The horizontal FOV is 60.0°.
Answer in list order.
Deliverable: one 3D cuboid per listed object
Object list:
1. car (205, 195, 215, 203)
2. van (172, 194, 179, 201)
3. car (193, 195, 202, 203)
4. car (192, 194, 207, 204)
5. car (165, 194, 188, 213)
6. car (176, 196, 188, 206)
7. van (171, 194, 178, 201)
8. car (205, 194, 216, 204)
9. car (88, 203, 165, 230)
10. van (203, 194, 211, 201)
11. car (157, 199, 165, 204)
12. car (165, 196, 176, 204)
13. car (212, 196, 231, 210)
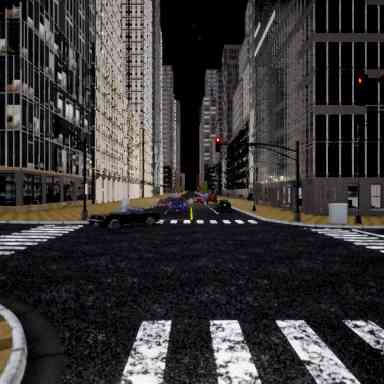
[{"bbox_3d":[3.717,1.432,69.445,1.967,1.590,4.097,0,0,0],"label":"car"},{"bbox_3d":[-4.244,1.315,85.989,1.690,1.788,3.998,0,0,0],"label":"van"},{"bbox_3d":[1.145,1.488,73.260,1.837,1.490,4.892,0,0,0],"label":"car"},{"bbox_3d":[1.274,1.599,63.092,1.895,1.301,4.718,0,0,0],"label":"car"},{"bbox_3d":[-1.545,1.369,37.149,2.097,1.767,4.553,0,0,0],"label":"car"},{"bbox_3d":[-1.616,1.483,55.687,1.882,1.535,5.008,0,0,0],"label":"car"},{"bbox_3d":[-4.217,1.321,80.461,1.690,1.788,3.998,0,0,0],"label":"van"},{"bbox_3d":[3.744,1.313,63.916,2.192,1.841,5.009,0,0,0],"label":"car"},{"bbox_3d":[-4.301,1.614,21.666,1.895,1.301,4.718,1,0,40],"label":"car"},{"bbox_3d":[3.663,1.321,80.499,1.690,1.788,3.998,0,0,0],"label":"van"},{"bbox_3d":[-4.056,1.593,47.296,1.802,1.307,4.206,0,0,0],"label":"car"},{"bbox_3d":[-4.136,1.564,63.878,1.947,1.339,4.313,0,0,0],"label":"car"},{"bbox_3d":[3.900,1.579,41.808,1.947,1.339,4.313,0,0,0],"label":"car"}]
